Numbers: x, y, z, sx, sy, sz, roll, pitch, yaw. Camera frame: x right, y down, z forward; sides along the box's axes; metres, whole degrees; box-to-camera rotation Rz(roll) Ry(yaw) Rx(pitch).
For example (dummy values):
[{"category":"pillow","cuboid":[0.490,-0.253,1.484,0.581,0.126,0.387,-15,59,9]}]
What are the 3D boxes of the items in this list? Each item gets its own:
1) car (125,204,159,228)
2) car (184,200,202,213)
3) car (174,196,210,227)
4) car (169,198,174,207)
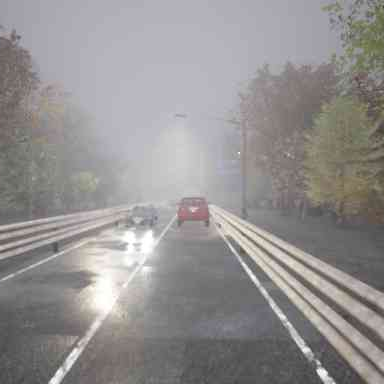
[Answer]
[{"category":"car","cuboid":[-3.345,1.607,22.882,2.128,1.511,4.902,0,-1,0]},{"category":"car","cuboid":[0.104,1.862,42.816,2.128,1.511,4.902,0,-1,0]},{"category":"car","cuboid":[0.108,1.337,24.108,2.150,2.045,5.566,-1,-1,0]},{"category":"car","cuboid":[-3.275,2.012,63.408,2.097,1.767,4.553,0,-1,0]}]
